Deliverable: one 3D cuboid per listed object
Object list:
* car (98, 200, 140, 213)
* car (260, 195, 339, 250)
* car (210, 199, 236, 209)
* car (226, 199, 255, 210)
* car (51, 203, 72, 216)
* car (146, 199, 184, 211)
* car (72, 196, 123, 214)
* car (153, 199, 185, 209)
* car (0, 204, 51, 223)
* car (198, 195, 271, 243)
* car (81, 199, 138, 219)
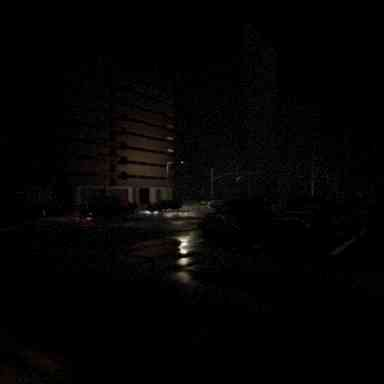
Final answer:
[{"bbox_3d":[-9.248,1.826,42.617,2.033,1.411,5.357,-1,0,34],"label":"car"},{"bbox_3d":[4.597,1.193,13.847,1.905,1.878,3.866,-1,0,34],"label":"car"},{"bbox_3d":[4.753,1.820,50.553,1.895,1.301,4.718,-1,0,34],"label":"car"},{"bbox_3d":[6.989,1.737,47.606,2.033,1.411,5.357,-1,0,34],"label":"car"},{"bbox_3d":[-14.626,1.877,34.615,1.895,1.301,4.718,-1,0,34],"label":"car"},{"bbox_3d":[-3.792,1.797,44.445,2.033,1.411,5.357,-1,0,34],"label":"car"},{"bbox_3d":[-9.606,1.468,35.812,2.150,2.045,5.566,-1,0,34],"label":"car"},{"bbox_3d":[-3.412,1.828,51.231,2.033,1.411,5.357,-1,0,35],"label":"car"},{"bbox_3d":[-14.713,1.808,28.212,1.994,1.385,4.181,-1,0,34],"label":"car"},{"bbox_3d":[2.231,1.215,15.515,1.932,1.855,4.605,-1,0,34],"label":"car"},{"bbox_3d":[-7.768,1.719,31.911,1.837,1.490,4.892,-1,0,34],"label":"car"}]
